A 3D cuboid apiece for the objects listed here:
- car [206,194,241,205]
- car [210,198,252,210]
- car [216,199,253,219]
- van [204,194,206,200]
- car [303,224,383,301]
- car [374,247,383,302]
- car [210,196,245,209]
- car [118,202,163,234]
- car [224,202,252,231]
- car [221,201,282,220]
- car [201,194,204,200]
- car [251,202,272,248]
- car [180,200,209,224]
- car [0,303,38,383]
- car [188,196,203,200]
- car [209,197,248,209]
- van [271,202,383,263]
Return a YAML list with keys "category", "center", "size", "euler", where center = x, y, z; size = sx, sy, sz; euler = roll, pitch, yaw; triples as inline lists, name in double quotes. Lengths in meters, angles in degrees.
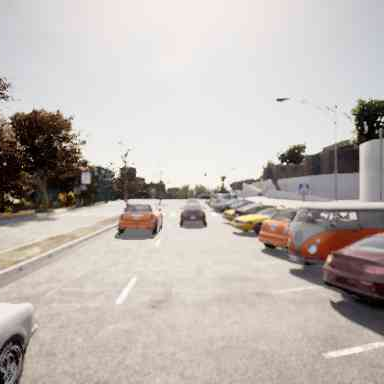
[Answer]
- category: "car"
  center: [5.044, 1.279, 40.049]
  size: [5.566, 2.045, 2.435]
  euler: [1, 0, -20]
- category: "car"
  center: [5.016, 1.539, 43.013]
  size: [5.008, 1.535, 2.097]
  euler: [1, 0, -20]
- category: "car"
  center: [4.862, 1.513, 25.058]
  size: [5.366, 1.575, 1.946]
  euler: [1, 0, -20]
- category: "van"
  center: [4.888, 1.365, 54.903]
  size: [4.442, 1.987, 1.878]
  euler: [1, 0, -20]
- category: "car"
  center: [5.055, 1.567, 7.222]
  size: [4.674, 1.452, 2.002]
  euler: [1, 0, -20]
- category: "car"
  center: [5.090, 1.549, 4.250]
  size: [4.792, 1.488, 2.163]
  euler: [1, 0, -20]
- category: "car"
  center: [5.028, 1.525, 37.047]
  size: [4.892, 1.521, 2.231]
  euler: [1, 0, -20]
- category: "car"
  center: [-2.927, 1.389, 19.772]
  size: [2.097, 1.767, 4.553]
  euler: [0, 0, 0]
- category: "car"
  center: [4.870, 1.525, 19.091]
  size: [5.366, 1.575, 1.946]
  euler: [1, 0, -20]
- category: "car"
  center: [5.026, 1.557, 28.107]
  size: [4.674, 1.452, 2.002]
  euler: [1, 0, -20]
- category: "car"
  center: [4.817, 1.602, 57.861]
  size: [5.366, 1.575, 1.946]
  euler: [1, 0, -20]
- category: "car"
  center: [5.024, 1.411, 13.182]
  size: [4.553, 1.767, 2.185]
  euler: [1, 0, -20]
- category: "car"
  center: [0.069, 1.553, 24.615]
  size: [1.812, 1.442, 4.674]
  euler: [0, 0, 0]
- category: "car"
  center: [-2.903, 1.616, 2.150]
  size: [1.895, 1.301, 4.718]
  euler: [0, 0, 0]
- category: "car"
  center: [0.040, 1.569, 41.674]
  size: [1.812, 1.442, 4.674]
  euler: [0, 0, 0]
- category: "car"
  center: [4.999, 1.552, 45.998]
  size: [4.892, 1.521, 2.231]
  euler: [1, -1, -20]
- category: "van"
  center: [4.951, 1.309, 10.155]
  size: [4.442, 1.987, 1.878]
  euler: [1, 0, -20]
